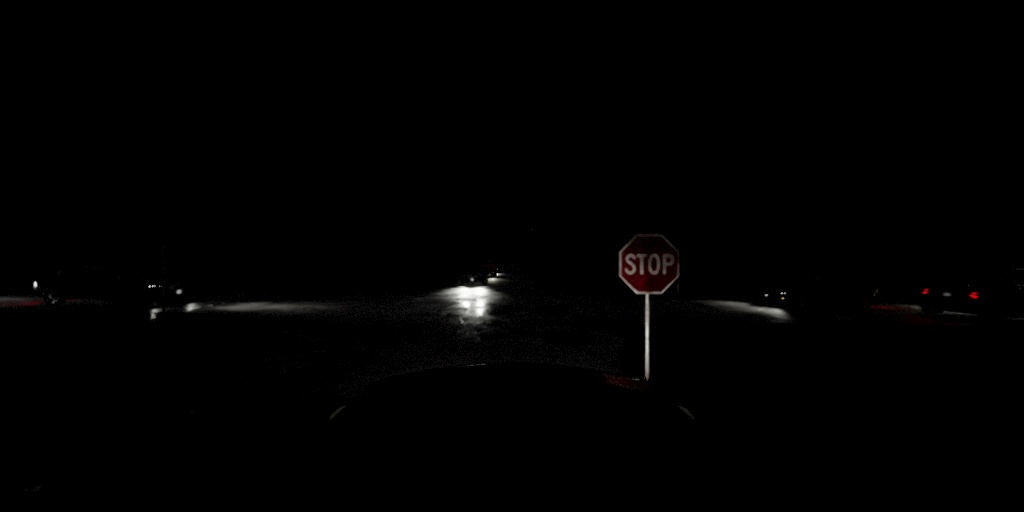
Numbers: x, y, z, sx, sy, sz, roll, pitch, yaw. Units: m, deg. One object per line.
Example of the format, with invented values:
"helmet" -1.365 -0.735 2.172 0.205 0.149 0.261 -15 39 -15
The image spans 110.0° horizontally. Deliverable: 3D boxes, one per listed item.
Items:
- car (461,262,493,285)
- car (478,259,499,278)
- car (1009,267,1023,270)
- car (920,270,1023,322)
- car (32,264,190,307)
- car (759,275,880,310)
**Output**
"car" -2.892 1.469 28.378 2.128 1.511 4.902 0 -1 0
"car" -2.910 1.326 40.460 2.150 2.045 5.566 0 -1 0
"car" 25.176 1.539 17.017 5.566 2.045 2.150 1 0 0
"car" 19.183 1.562 14.075 4.553 1.767 2.097 1 0 0
"car" -15.468 1.092 14.024 4.902 1.511 2.128 1 0 0
"car" 14.433 1.643 16.963 4.892 1.490 1.837 1 0 -1
